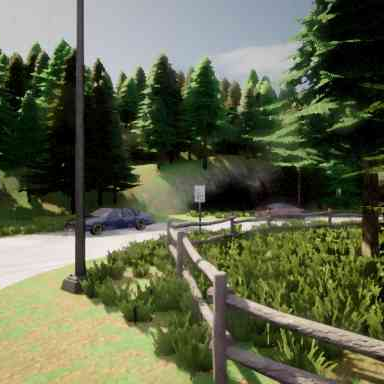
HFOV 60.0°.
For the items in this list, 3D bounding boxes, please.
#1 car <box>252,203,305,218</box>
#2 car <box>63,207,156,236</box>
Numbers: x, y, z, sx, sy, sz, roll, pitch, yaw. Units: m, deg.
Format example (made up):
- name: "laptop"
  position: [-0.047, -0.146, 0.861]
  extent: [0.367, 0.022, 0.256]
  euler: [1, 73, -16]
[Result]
- name: "car"
  position: [6.987, 1.590, 26.822]
  extent: [4.181, 1.385, 1.994]
  euler: [0, 0, -18]
- name: "car"
  position: [-4.523, 1.574, 19.156]
  extent: [2.033, 1.411, 5.357]
  euler: [0, 0, 41]
